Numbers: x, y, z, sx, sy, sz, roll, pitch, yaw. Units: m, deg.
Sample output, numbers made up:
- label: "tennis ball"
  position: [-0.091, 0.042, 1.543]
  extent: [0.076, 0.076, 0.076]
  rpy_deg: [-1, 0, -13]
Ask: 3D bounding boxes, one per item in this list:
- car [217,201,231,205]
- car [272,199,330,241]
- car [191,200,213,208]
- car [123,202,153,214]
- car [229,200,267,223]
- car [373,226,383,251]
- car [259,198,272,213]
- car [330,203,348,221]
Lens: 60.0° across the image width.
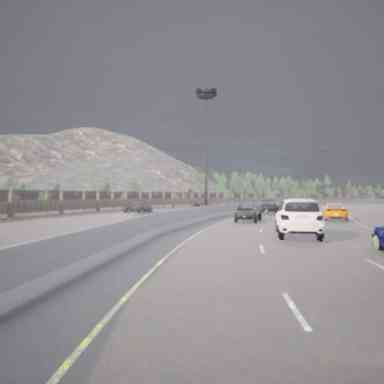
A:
- label: "car"
  position: [5.142, 1.952, 47.159]
  extent: [1.895, 1.301, 4.718]
  rpy_deg: [0, 0, 29]
- label: "car"
  position: [5.685, 1.375, 18.017]
  extent: [2.150, 2.045, 5.566]
  rpy_deg: [0, 0, 12]
- label: "car"
  position: [1.515, 1.903, 47.668]
  extent: [1.994, 1.385, 4.181]
  rpy_deg: [0, 0, 28]
- label: "car"
  position: [-6.317, 1.807, 38.980]
  extent: [1.994, 1.385, 4.181]
  rpy_deg: [0, 0, 22]
- label: "car"
  position: [4.739, 1.708, 27.798]
  extent: [2.128, 1.511, 4.902]
  rpy_deg: [0, 0, 18]
- label: "car"
  position: [8.090, 1.596, 11.616]
  extent: [1.882, 1.535, 5.008]
  rpy_deg: [0, 0, 8]
- label: "car"
  position: [9.439, 1.825, 39.701]
  extent: [1.837, 1.490, 4.892]
  rpy_deg: [0, 0, 25]
- label: "car"
  position: [12.933, 1.746, 30.145]
  extent: [1.882, 1.535, 5.008]
  rpy_deg: [0, -1, 20]
